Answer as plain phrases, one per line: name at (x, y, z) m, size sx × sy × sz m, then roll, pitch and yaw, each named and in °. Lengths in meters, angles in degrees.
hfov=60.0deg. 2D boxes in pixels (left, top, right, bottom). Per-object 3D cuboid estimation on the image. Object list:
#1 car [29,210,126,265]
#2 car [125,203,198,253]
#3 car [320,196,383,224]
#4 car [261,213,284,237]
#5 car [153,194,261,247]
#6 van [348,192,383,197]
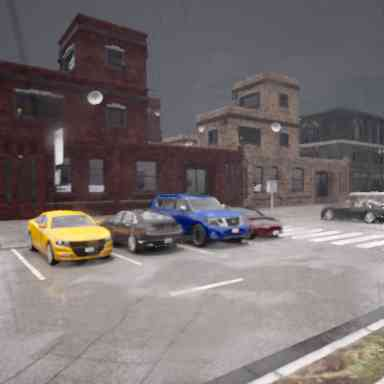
car at (-4.475, 1.435, 11.869) m, size 2.097 × 1.535 × 5.008 m, roll -1°, pitch 0°, yaw -35°
car at (-2.204, 1.416, 13.472) m, size 2.231 × 1.521 × 4.892 m, roll -1°, pitch 0°, yaw -35°
car at (11.380, 1.287, 23.146) m, size 2.231 × 1.521 × 4.892 m, roll -1°, pitch 0°, yaw -35°
car at (2.338, 1.403, 16.679) m, size 2.163 × 1.488 × 4.792 m, roll -1°, pitch 0°, yaw -35°
car at (0.071, 1.143, 15.065) m, size 2.435 × 2.045 × 5.566 m, roll -1°, pitch 0°, yaw -35°
van at (13.572, 1.037, 24.858) m, size 1.878 × 1.987 × 4.442 m, roll -1°, pitch 0°, yaw -35°
